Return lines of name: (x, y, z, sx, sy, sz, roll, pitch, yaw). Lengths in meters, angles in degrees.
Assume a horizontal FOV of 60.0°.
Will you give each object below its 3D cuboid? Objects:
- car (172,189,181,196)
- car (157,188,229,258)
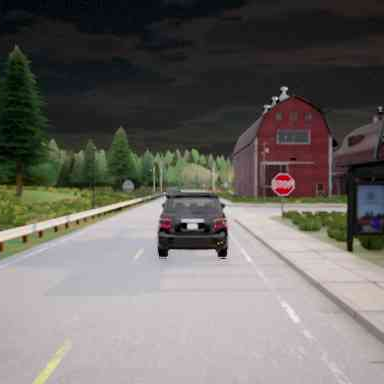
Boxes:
car: (-3.499, 0.052, 76.172, 1.837, 1.490, 4.892, 0, 1, 0)
car: (0.049, 0.994, 11.884, 2.150, 2.045, 5.566, 0, 1, 1)
